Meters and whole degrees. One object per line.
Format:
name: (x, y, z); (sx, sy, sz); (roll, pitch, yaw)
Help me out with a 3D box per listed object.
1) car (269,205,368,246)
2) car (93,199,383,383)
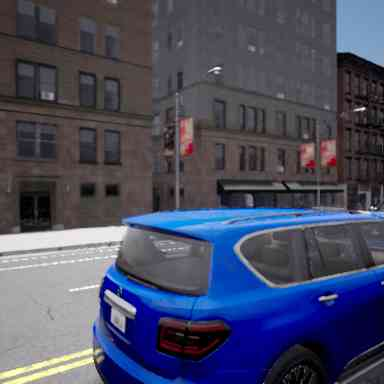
car: (6.215, 1.479, 16.097); (4.902, 1.511, 2.128); (0, 0, -35)
car: (1.526, 1.218, 4.536); (5.566, 2.045, 2.150); (-1, 0, -35)
